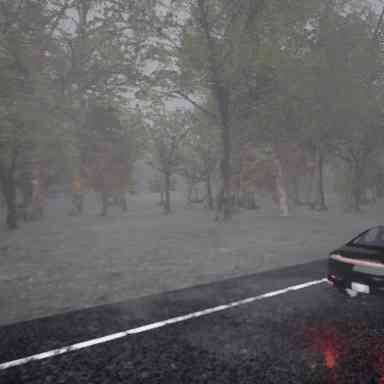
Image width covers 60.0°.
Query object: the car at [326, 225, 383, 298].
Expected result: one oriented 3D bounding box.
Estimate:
[{"bbox_3d":[4.938,1.463,7.268,4.902,1.511,2.128,0,0,-35],"label":"car"}]
